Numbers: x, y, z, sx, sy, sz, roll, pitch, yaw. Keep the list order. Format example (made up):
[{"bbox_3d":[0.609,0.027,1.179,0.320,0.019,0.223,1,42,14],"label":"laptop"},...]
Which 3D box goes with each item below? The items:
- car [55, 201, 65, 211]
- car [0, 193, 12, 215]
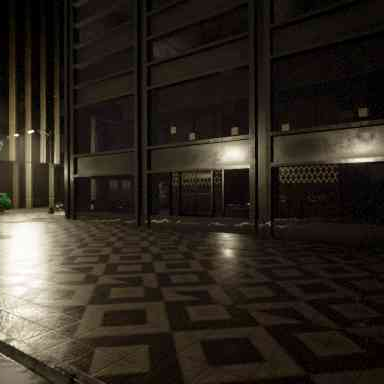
[{"bbox_3d":[-13.363,1.326,38.591,1.882,1.535,5.008,0,0,35],"label":"car"},{"bbox_3d":[-19.387,1.113,30.062,2.150,2.045,5.566,0,0,37],"label":"car"}]
